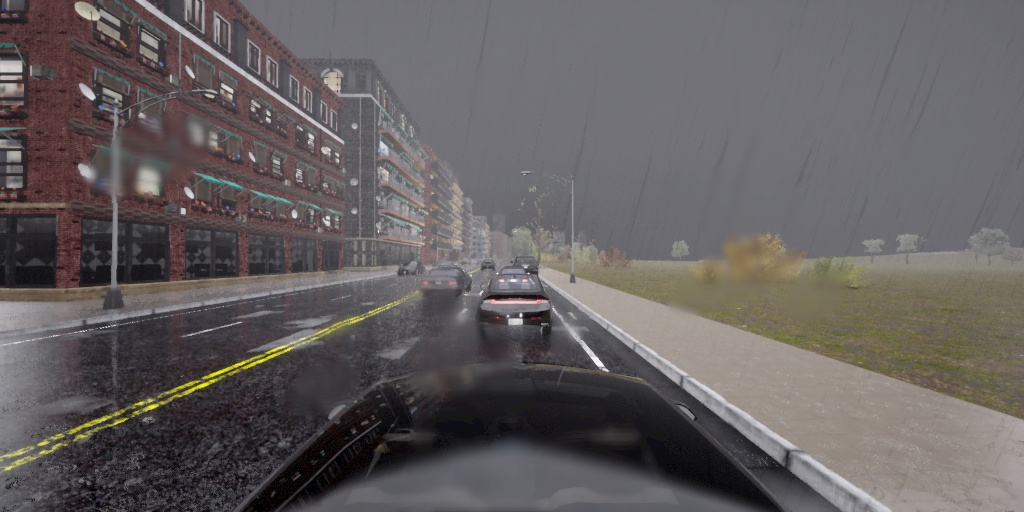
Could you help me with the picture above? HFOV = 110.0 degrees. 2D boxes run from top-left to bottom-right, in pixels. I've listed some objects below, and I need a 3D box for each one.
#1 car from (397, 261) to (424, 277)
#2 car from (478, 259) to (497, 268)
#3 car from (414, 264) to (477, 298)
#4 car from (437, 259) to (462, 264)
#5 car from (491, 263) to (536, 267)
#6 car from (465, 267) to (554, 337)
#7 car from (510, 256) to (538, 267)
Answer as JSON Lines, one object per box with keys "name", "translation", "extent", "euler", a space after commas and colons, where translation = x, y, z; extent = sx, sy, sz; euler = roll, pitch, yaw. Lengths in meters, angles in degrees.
{"name": "car", "translation": [-9.926, 1.259, 35.614], "extent": [1.837, 1.490, 4.892], "euler": [0, 0, 0]}
{"name": "car", "translation": [-3.258, 1.253, 50.313], "extent": [1.837, 1.490, 4.892], "euler": [0, -1, 0]}
{"name": "car", "translation": [-3.188, 1.300, 18.397], "extent": [2.033, 1.411, 5.357], "euler": [0, 0, 0]}
{"name": "car", "translation": [-6.677, 1.245, 35.892], "extent": [2.128, 1.511, 4.902], "euler": [0, 0, 0]}
{"name": "car", "translation": [0.062, 1.301, 20.794], "extent": [2.033, 1.411, 5.357], "euler": [0, 0, 0]}
{"name": "car", "translation": [0.082, 1.243, 10.354], "extent": [2.128, 1.511, 4.902], "euler": [0, 0, 0]}
{"name": "car", "translation": [1.073, 0.979, 31.007], "extent": [2.150, 2.045, 5.566], "euler": [0, 0, 0]}
